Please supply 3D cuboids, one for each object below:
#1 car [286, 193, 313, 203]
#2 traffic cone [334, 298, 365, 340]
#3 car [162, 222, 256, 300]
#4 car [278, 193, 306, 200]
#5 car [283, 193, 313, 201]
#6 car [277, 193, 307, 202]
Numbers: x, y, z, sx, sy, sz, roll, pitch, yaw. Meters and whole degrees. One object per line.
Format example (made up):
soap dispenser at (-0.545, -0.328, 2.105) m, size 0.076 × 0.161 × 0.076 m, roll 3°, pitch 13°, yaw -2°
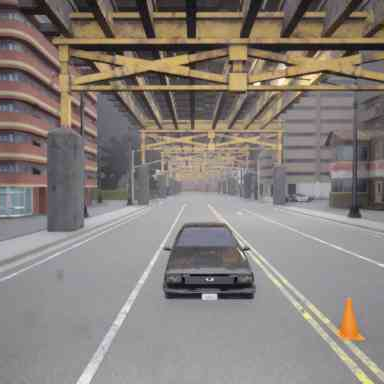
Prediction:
car at (17.434, 1.007, 54.916) m, size 4.974 × 1.542 × 2.038 m, roll 0°, pitch 1°, yaw -20°
traffic cone at (2.451, 1.949, 5.187) m, size 0.340 × 0.580 × 0.340 m, roll 0°, pitch 0°, yaw 0°
car at (0.357, 1.533, 8.793) m, size 2.033 × 1.411 × 5.357 m, roll 0°, pitch 0°, yaw 1°
car at (17.828, 0.802, 59.050) m, size 4.536 × 1.218 × 1.853 m, roll 0°, pitch 1°, yaw 25°
car at (17.483, 0.849, 54.932) m, size 4.536 × 1.218 × 1.853 m, roll 0°, pitch 1°, yaw -20°
car at (17.780, 0.960, 59.073) m, size 4.974 × 1.542 × 2.038 m, roll 0°, pitch 1°, yaw 25°
